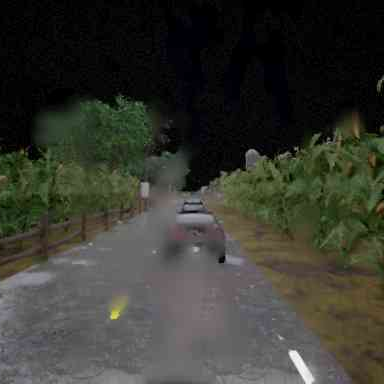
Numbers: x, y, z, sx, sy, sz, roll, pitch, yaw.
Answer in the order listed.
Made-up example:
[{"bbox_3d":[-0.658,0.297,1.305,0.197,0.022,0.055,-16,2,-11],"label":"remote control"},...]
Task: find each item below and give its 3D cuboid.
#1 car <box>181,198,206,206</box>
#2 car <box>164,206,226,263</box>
[{"bbox_3d":[0.116,1.226,27.372,2.128,1.511,4.902,0,0,0],"label":"car"},{"bbox_3d":[0.094,1.384,11.465,1.837,1.490,4.892,0,-1,0],"label":"car"}]
